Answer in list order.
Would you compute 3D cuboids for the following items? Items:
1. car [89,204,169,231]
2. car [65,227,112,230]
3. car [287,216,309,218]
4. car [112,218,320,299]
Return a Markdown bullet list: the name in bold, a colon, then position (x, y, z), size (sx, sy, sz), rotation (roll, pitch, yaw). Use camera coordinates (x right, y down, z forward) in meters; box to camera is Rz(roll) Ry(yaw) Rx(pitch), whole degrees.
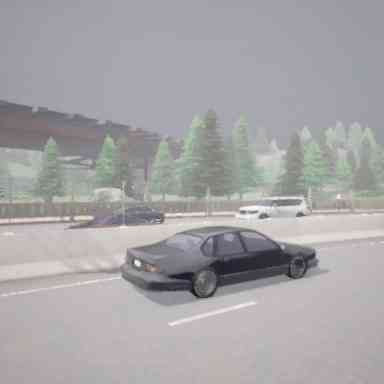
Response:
- **car**: position (-4.125, 1.612, 22.111), size (4.892, 1.490, 1.837), rotation (0, -1, -32)
- **car**: position (-3.435, 1.631, 14.210), size (4.181, 1.385, 1.994), rotation (0, 0, -34)
- **car**: position (5.845, 1.364, 23.854), size (5.566, 2.045, 2.150), rotation (0, -1, -27)
- **car**: position (0.922, 1.596, 8.557), size (5.357, 1.411, 2.033), rotation (0, 0, -33)
